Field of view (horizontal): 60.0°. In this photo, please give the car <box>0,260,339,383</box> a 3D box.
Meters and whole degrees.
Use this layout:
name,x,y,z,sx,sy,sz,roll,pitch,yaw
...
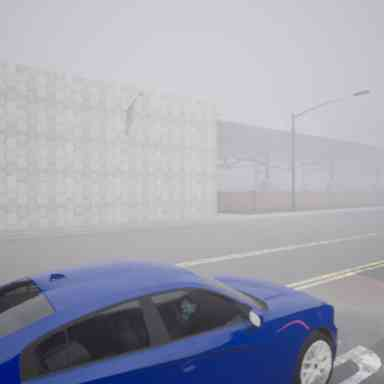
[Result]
name,x,y,z,sx,sy,sz,roll,pitch,yaw
car,-0.498,1.470,3.391,5.008,1.535,1.882,0,0,-36
